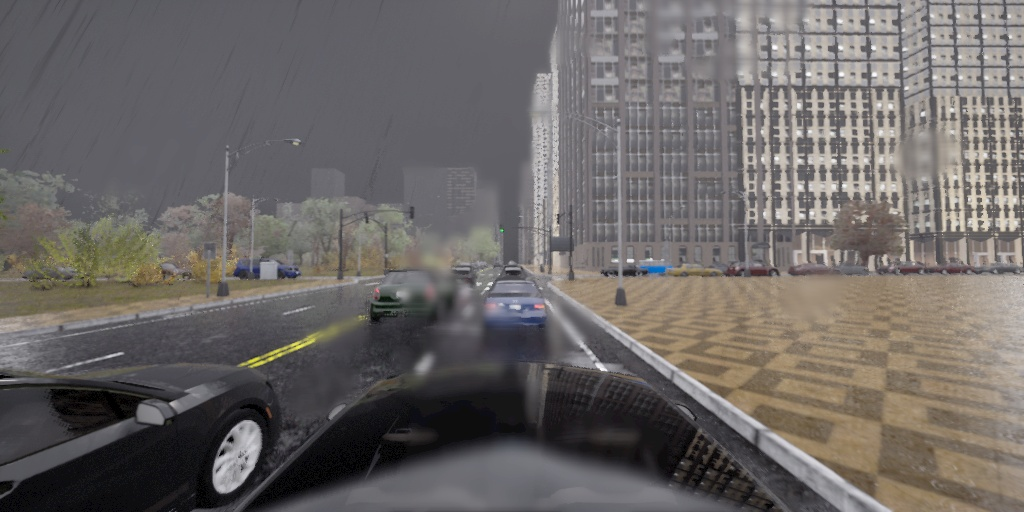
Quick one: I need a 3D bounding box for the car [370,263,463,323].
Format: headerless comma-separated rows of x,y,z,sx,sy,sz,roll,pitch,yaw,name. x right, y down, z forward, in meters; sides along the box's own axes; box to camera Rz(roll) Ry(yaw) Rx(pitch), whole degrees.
-3.156,1.166,12.487,2.097,1.767,4.553,0,0,0,car

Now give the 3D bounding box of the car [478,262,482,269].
-6.586,1.814,60.130,1.994,1.385,4.181,0,-1,0,car

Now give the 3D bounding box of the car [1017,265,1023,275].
49.817,1.130,32.651,4.829,1.417,1.751,0,0,-1,car

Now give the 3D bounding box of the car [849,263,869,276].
34.948,1.427,37.899,4.181,1.385,1.994,0,-2,0,car

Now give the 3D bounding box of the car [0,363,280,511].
-3.151,1.255,1.478,1.837,1.490,4.892,0,0,0,car

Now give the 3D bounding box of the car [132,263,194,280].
-32.935,1.459,33.969,4.553,1.767,2.097,0,-2,0,car

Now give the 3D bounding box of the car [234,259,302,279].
-23.155,1.273,34.055,5.566,2.045,2.150,0,-2,-1,car

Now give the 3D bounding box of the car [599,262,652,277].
11.699,1.576,37.631,4.718,1.301,1.895,0,-2,0,car

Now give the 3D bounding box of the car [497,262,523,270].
0.083,1.422,25.871,1.837,1.490,4.892,0,-1,0,car

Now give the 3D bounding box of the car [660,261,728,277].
16.313,1.283,32.242,4.829,1.417,1.751,0,0,-1,car

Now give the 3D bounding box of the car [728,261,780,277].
21.727,1.170,32.310,4.097,1.591,1.967,0,0,-1,car

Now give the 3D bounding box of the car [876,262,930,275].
43.897,1.357,40.610,4.097,1.591,1.967,0,0,-1,car

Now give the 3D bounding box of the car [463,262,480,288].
-3.462,1.418,25.478,1.837,1.490,4.892,0,-1,-4,car

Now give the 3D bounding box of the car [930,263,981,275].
49.491,1.439,40.680,4.507,1.381,1.888,0,0,-1,car

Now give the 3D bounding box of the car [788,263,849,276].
27.311,1.286,32.381,4.207,1.307,1.802,0,0,-1,car

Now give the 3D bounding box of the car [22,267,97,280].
-42.879,1.715,34.013,5.357,1.411,2.033,0,-2,1,car

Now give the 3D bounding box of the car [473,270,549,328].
0.095,1.357,11.554,2.033,1.411,5.357,0,0,0,car

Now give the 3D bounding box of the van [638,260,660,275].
15.931,1.388,40.258,3.998,1.789,1.690,0,0,-1,van

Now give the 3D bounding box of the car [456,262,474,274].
-6.604,1.630,50.913,1.882,1.535,5.008,0,-1,0,car
